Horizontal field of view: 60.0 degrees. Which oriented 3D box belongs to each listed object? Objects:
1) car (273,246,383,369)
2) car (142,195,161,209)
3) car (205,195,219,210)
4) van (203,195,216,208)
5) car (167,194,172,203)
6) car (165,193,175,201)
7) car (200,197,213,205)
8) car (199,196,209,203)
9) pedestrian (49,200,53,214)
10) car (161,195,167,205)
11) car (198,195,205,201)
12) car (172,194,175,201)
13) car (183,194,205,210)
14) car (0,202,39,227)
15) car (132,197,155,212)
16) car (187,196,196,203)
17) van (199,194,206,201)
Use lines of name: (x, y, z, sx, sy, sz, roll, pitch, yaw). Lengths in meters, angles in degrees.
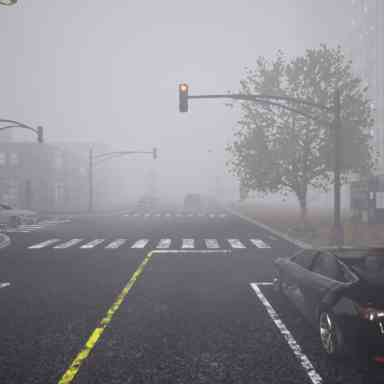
car: (2.687, 1.566, 5.744, 1.947, 1.339, 4.313, 0, 0, 0)
car: (-5.748, 1.318, 43.759, 2.192, 1.841, 5.009, 0, 0, 0)
car: (2.631, 1.528, 43.943, 1.752, 1.417, 4.829, 0, 0, 0)
van: (2.624, 1.345, 49.325, 1.690, 1.788, 3.998, 0, 0, 0)
car: (-5.789, 1.532, 71.344, 1.752, 1.417, 4.829, 0, 0, 0)
car: (-5.813, 1.324, 88.167, 2.192, 1.841, 5.009, 0, 0, 0)
car: (2.607, 1.556, 60.427, 2.008, 1.369, 4.403, 0, 0, 0)
car: (2.591, 1.572, 71.529, 1.947, 1.339, 4.313, 0, 0, 0)
pedestrian: (-12.792, 1.319, 30.201, 0.375, 1.300, 0.375, 0, -1, -1)
car: (-5.765, 1.555, 54.861, 2.008, 1.369, 4.403, 0, 0, 0)
car: (2.567, 1.534, 88.352, 1.752, 1.417, 4.829, 0, 0, 0)
car: (-5.806, 1.559, 82.616, 2.008, 1.369, 4.403, 0, 0, 0)
car: (0.083, 1.225, 42.424, 2.150, 2.045, 5.566, 0, 0, -1)
car: (-12.200, 1.392, 21.132, 4.674, 1.442, 1.812, 1, 0, 4)
car: (-5.741, 1.584, 38.208, 1.802, 1.307, 4.206, 0, 0, 0)
car: (-0.080, 1.562, 72.581, 1.994, 1.385, 4.181, 0, 0, 0)
van: (2.576, 1.349, 82.631, 1.690, 1.788, 3.998, 0, 0, 0)
